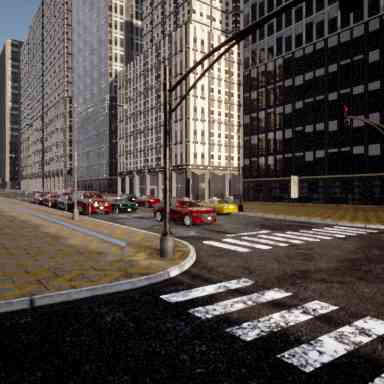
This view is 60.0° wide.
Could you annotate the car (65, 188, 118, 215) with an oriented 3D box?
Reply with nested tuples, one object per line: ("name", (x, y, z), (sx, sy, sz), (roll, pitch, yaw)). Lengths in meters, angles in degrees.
("car", (-8.316, 0.841, 27.248), (2.192, 1.841, 5.009), (1, 0, -36))

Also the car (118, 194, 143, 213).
("car", (-6.448, 1.112, 29.055), (1.895, 1.301, 4.718), (0, 1, -36))

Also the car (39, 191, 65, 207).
("car", (-14.942, 0.861, 36.329), (1.887, 1.381, 4.507), (1, 0, -36))

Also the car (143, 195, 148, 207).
("car", (-4.867, 0.977, 36.734), (1.802, 1.307, 4.206), (1, 0, -36))

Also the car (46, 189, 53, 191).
("car", (-28.044, 0.214, 68.518), (2.008, 1.369, 4.403), (1, 0, -36))

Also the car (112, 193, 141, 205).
("car", (-8.178, 0.856, 41.274), (1.947, 1.339, 4.313), (1, 0, -36))

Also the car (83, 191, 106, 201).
("car", (-14.800, 0.646, 50.356), (1.947, 1.339, 4.313), (1, 0, -36))

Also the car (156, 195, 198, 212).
("car", (-1.555, 1.066, 32.193), (1.947, 1.339, 4.313), (1, 0, -36))

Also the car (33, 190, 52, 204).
("car", (-18.254, 0.793, 40.869), (1.802, 1.307, 4.206), (1, 0, -36))

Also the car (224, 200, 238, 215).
("car", (1.725, 1.127, 27.844), (1.752, 1.417, 4.829), (1, 0, -36))

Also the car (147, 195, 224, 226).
("car", (-0.540, 1.177, 20.942), (1.882, 1.535, 5.008), (0, 1, -38))

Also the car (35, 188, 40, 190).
("car", (-34.664, -0.104, 77.599), (1.967, 1.590, 4.097), (1, 0, -36))

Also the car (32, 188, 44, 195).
("car", (-37.974, -0.208, 82.140), (1.967, 1.590, 4.097), (1, 0, -36))

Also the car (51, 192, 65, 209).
("car", (-11.632, 0.987, 31.790), (1.947, 1.339, 4.313), (1, 0, -36))

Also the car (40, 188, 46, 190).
("car", (-31.355, 0.104, 73.059), (1.887, 1.381, 4.507), (1, 0, -36))
